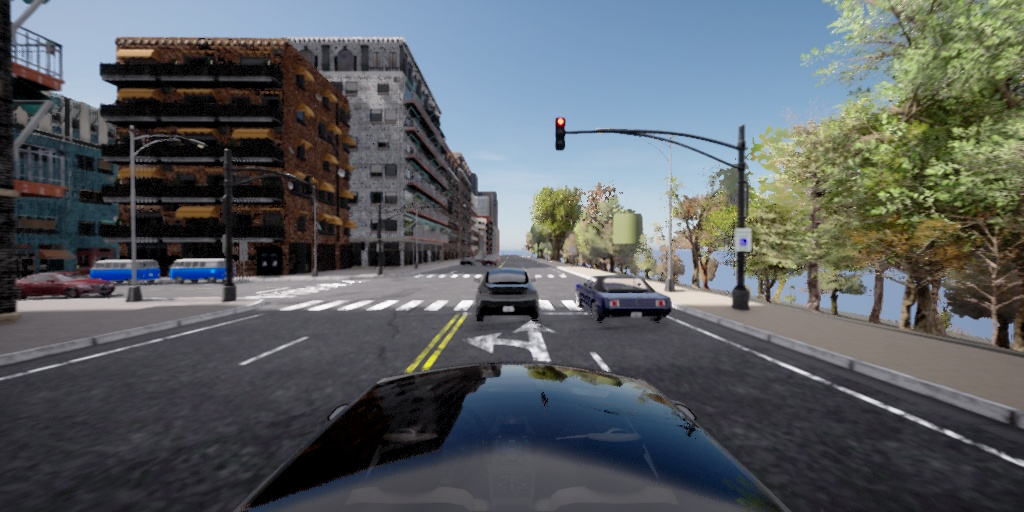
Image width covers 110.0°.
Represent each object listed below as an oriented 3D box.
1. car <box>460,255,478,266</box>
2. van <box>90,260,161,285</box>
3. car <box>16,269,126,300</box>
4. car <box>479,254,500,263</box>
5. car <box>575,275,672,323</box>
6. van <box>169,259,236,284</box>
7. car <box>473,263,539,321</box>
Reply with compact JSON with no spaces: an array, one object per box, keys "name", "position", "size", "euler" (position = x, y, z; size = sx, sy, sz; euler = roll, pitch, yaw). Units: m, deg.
[{"name":"car","position":[-6.585,0.849,53.341],"size":[1.895,1.301,4.718],"euler":[0,1,0]},{"name":"van","position":[-28.327,1.182,26.318],"size":[3.998,1.789,1.690],"euler":[0,0,-1]},{"name":"car","position":[-22.636,1.462,18.050],"size":[4.207,1.307,1.802],"euler":[0,0,-1]},{"name":"car","position":[-3.334,0.600,53.398],"size":[2.097,1.767,4.553],"euler":[0,1,0]},{"name":"car","position":[3.302,1.251,11.679],"size":[1.895,1.301,4.718],"euler":[0,1,0]},{"name":"van","position":[-22.725,1.107,26.396],"size":[3.998,1.789,1.690],"euler":[0,0,-1]},{"name":"car","position":[-0.211,1.152,11.986],"size":[1.837,1.490,4.892],"euler":[0,1,-3]}]
